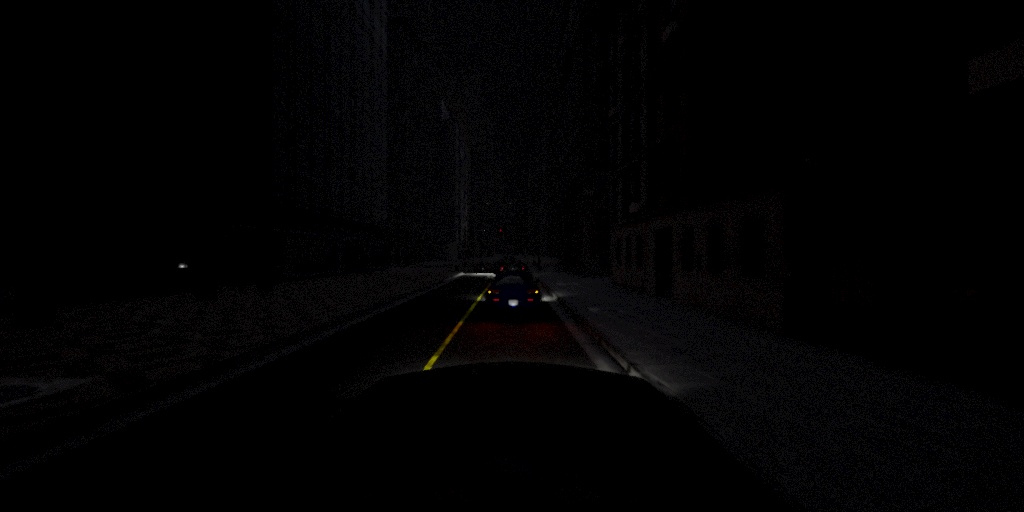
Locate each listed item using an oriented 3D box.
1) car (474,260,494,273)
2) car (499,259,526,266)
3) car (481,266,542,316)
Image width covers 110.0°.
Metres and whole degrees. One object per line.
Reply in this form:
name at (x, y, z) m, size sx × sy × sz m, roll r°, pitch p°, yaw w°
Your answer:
car at (-3.063, 1.151, 39.700) m, size 1.994 × 1.385 × 4.181 m, roll 0°, pitch 0°, yaw 0°
car at (0.074, 0.983, 28.426) m, size 2.097 × 1.767 × 4.553 m, roll 0°, pitch 0°, yaw 0°
car at (0.066, 1.226, 12.914) m, size 1.812 × 1.442 × 4.674 m, roll 0°, pitch 0°, yaw 1°
